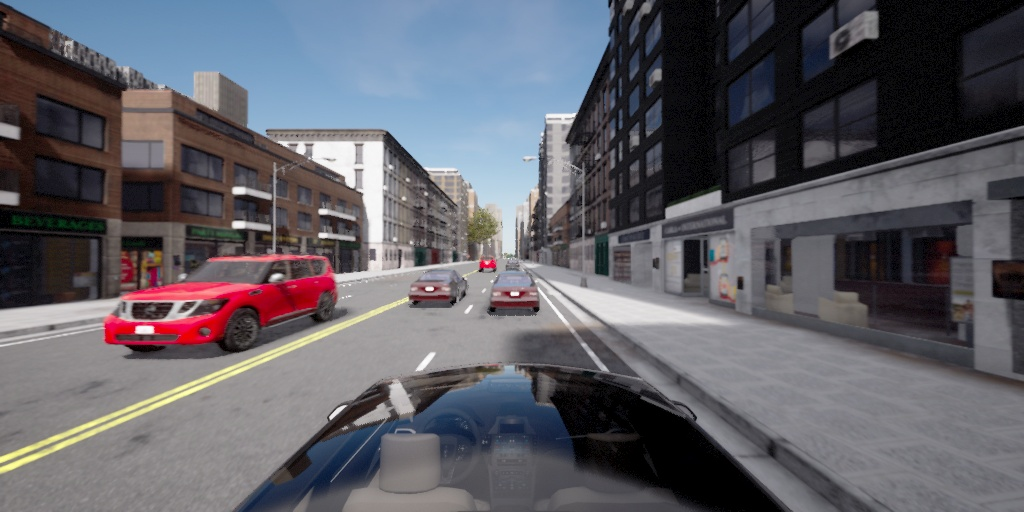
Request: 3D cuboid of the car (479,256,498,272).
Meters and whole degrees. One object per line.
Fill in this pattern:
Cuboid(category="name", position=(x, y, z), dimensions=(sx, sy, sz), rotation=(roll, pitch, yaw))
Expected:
Cuboid(category="car", position=(-3.156, 1.030, 48.028), dimensions=(2.150, 2.045, 5.566), rotation=(0, 0, 0))

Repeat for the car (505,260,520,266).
Cuboid(category="car", position=(0.095, 1.303, 48.916), dimensions=(2.128, 1.511, 4.902), rotation=(0, 0, 0))

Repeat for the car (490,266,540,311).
Cuboid(category="car", position=(0.094, 1.310, 14.445), dimensions=(2.033, 1.411, 5.357), rotation=(0, 0, 0))

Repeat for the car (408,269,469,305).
Cuboid(category="car", position=(-3.151, 1.311, 16.218), dimensions=(2.033, 1.411, 5.357), rotation=(0, 0, 0))

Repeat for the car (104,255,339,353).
Cuboid(category="car", position=(-6.601, 0.978, 9.207), dimensions=(2.150, 2.045, 5.566), rotation=(0, 0, 0))
